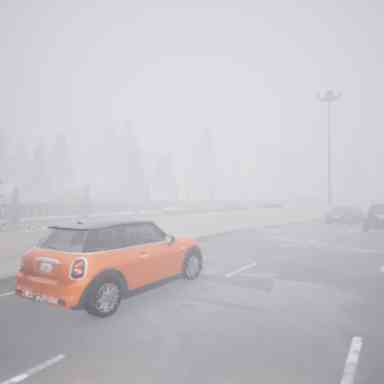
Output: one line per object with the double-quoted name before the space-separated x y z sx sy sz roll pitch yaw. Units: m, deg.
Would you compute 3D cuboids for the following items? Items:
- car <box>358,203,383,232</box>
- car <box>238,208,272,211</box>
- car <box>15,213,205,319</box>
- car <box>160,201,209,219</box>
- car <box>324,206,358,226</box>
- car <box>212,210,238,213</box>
"car" 11.896 1.453 19.985 2.097 1.767 4.553 -1 -1 42
"car" 6.605 1.695 29.948 4.892 1.490 1.837 0 -1 -45
"car" -1.571 1.413 7.919 2.097 1.767 4.553 0 -1 31
"car" -0.633 1.711 32.500 1.882 1.535 5.008 -1 -1 43
"car" 11.484 1.700 24.664 1.994 1.385 4.181 -1 -1 44
"car" 3.518 1.778 31.805 1.994 1.385 4.181 -1 -1 45
